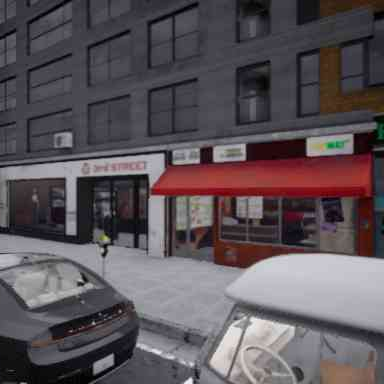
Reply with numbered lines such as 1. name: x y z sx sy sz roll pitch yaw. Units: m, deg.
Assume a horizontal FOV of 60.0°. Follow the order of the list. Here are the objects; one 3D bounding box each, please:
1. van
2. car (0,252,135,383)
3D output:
1. van: 1.791 1.341 1.532 3.998 1.788 1.690 0 0 35
2. car: -2.695 1.554 4.732 4.403 1.369 2.008 0 0 35
